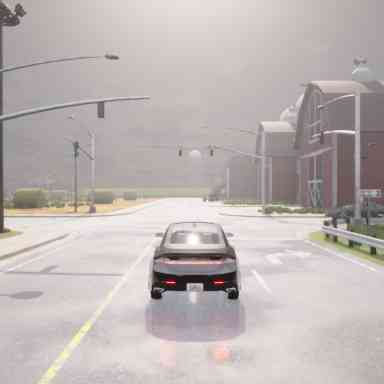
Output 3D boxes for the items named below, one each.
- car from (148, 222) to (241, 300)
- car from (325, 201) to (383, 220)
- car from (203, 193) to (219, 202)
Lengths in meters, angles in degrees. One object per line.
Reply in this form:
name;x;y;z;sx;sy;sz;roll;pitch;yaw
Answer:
car;0.064;1.492;8.395;2.128;1.511;4.902;0;0;0
car;13.170;1.531;26.510;4.892;1.490;1.837;0;0;1
car;4.138;1.144;72.662;1.905;1.878;3.866;-8;3;-42
